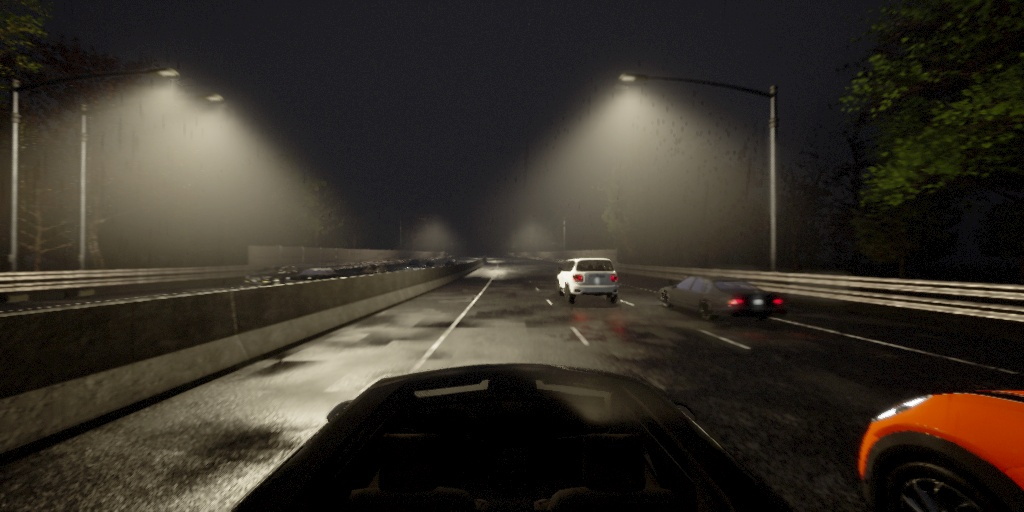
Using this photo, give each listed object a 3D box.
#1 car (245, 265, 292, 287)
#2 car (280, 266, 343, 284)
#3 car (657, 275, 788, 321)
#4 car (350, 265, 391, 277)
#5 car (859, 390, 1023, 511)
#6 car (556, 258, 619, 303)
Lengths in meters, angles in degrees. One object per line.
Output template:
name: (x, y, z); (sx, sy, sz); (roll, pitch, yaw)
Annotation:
car: (-17.706, 1.471, 27.059); (1.837, 1.490, 4.892); (0, 0, -1)
car: (-14.195, 1.561, 25.965); (1.895, 1.301, 4.718); (0, 0, -1)
car: (7.091, 1.397, 12.841); (2.033, 1.411, 5.357); (0, -1, 0)
car: (-10.710, 1.474, 27.407); (1.837, 1.490, 4.892); (0, 0, -1)
car: (3.601, 1.093, 0.719); (2.097, 1.767, 4.553); (0, -1, 0)
car: (3.566, 1.114, 17.767); (2.150, 2.045, 5.566); (0, -1, 0)
